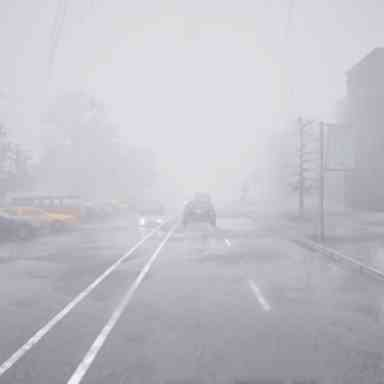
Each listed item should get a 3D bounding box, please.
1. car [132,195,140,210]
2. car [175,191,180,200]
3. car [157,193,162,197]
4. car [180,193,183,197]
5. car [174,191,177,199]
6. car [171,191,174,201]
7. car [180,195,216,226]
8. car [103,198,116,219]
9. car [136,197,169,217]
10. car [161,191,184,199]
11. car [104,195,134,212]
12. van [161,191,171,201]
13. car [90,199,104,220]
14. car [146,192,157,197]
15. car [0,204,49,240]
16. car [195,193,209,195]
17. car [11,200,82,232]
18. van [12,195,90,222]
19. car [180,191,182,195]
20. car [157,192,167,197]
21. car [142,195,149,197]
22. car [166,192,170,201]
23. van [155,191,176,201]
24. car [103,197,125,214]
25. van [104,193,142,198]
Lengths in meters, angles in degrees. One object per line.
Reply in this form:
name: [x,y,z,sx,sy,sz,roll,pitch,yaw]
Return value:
car: [-8.526,1.393,35.974,5.008,1.535,2.097,-1,0,-17]
car: [-6.105,0.912,71.487,5.566,2.045,2.435,-1,1,-16]
car: [-7.641,1.328,50.807,4.892,1.521,2.231,-1,0,-16]
car: [-0.756,1.256,71.547,1.895,1.301,4.718,0,1,4]
car: [-6.305,1.191,68.552,5.008,1.535,2.097,-1,0,-16]
car: [-6.553,1.093,65.587,4.553,1.767,2.185,-1,0,-16]
car: [0.524,1.283,23.043,2.097,1.767,4.553,0,0,2]
car: [-8.903,1.454,27.094,4.674,1.452,2.002,0,0,-18]
car: [-3.536,1.443,30.717,1.812,1.442,4.674,0,0,3]
car: [-4.975,0.752,86.238,5.566,2.045,2.435,-1,1,-15]
car: [-8.855,1.402,32.953,5.366,1.575,1.946,-1,0,-18]
van: [-6.858,1.019,62.602,4.442,1.987,1.878,-1,1,-16]
car: [-9.030,1.459,24.142,4.674,1.452,2.002,-1,0,-18]
car: [-7.809,1.217,47.847,4.553,1.767,2.185,-1,1,-16]
car: [-9.288,1.476,15.236,4.674,1.452,2.002,-1,0,-19]
car: [1.258,1.108,39.712,2.150,2.045,5.566,0,0,3]
car: [-9.038,1.424,18.265,5.366,1.575,1.946,-1,0,-19]
van: [-9.023,1.196,21.214,4.442,1.987,1.878,-1,0,-18]
car: [-5.150,0.784,83.315,5.566,2.045,2.435,-1,0,-16]
car: [-7.243,1.303,53.823,5.366,1.575,1.946,-1,0,-16]
car: [-8.209,1.411,41.911,4.674,1.452,2.002,-1,0,-17]
car: [-6.998,1.297,59.677,4.792,1.488,2.163,-1,1,-16]
van: [-5.959,0.909,74.411,4.442,1.987,1.878,-1,1,-16]
car: [-8.799,1.449,30.040,4.674,1.452,2.002,-1,0,-18]
van: [-8.489,1.159,38.903,4.442,1.987,1.878,-1,0,-17]
